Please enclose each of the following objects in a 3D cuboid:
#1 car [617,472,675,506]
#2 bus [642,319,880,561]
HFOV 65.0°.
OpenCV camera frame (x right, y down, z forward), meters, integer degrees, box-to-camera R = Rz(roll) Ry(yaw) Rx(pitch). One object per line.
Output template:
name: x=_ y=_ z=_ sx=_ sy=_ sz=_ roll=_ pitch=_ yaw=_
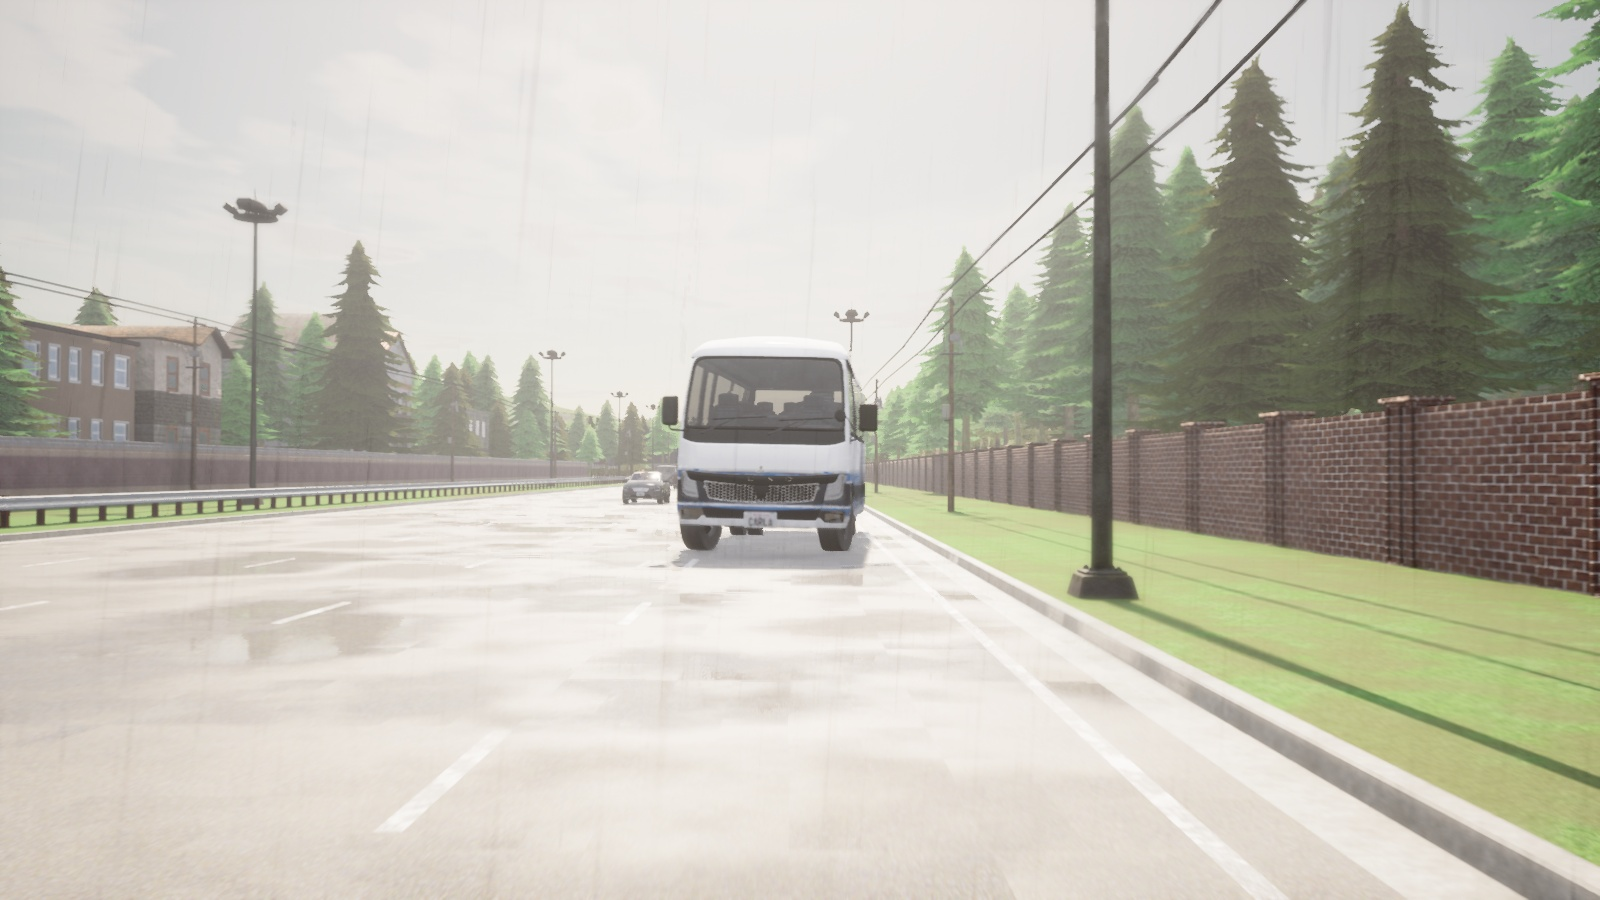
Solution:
car: x=-7.143 y=1.777 z=58.748 sx=2.128 sy=1.511 sz=4.902 roll=0 pitch=-1 yaw=0
bus: x=-0.377 y=-0.105 z=27.383 sx=3.944 sy=4.253 sz=10.273 roll=1 pitch=-1 yaw=5
